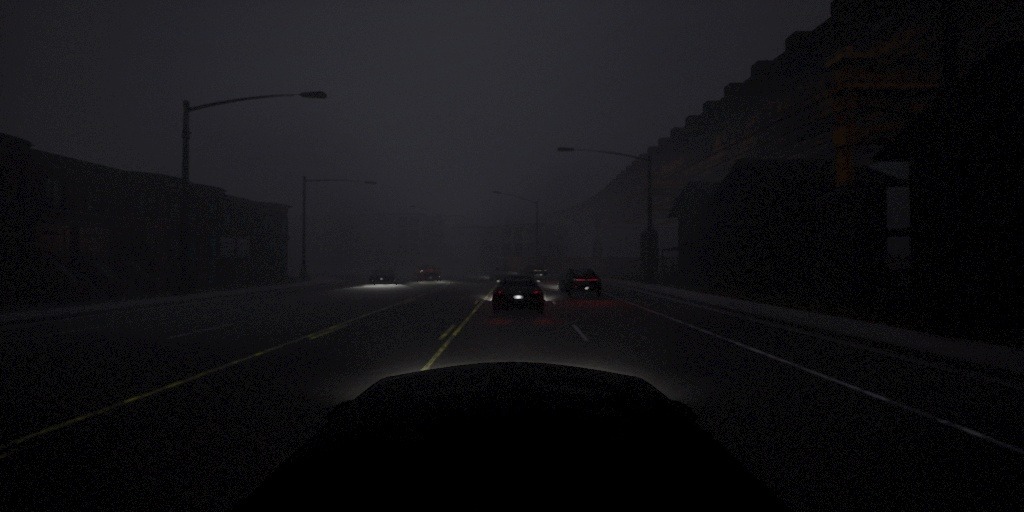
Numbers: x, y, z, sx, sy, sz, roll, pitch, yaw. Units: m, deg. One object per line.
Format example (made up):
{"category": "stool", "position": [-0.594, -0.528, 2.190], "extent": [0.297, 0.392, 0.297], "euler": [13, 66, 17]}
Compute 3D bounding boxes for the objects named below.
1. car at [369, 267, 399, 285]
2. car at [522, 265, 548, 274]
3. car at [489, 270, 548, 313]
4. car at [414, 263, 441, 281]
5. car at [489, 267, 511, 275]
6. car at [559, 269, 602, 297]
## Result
{"category": "car", "position": [-10.804, 1.654, 30.564], "extent": [1.994, 1.385, 4.181], "euler": [0, -1, -12]}
{"category": "car", "position": [2.163, 1.671, 37.225], "extent": [2.128, 1.511, 4.902], "euler": [0, -1, -16]}
{"category": "car", "position": [0.264, 1.474, 14.950], "extent": [1.994, 1.385, 4.181], "euler": [0, -1, 1]}
{"category": "car", "position": [-8.353, 1.501, 35.328], "extent": [2.097, 1.767, 4.553], "euler": [0, -1, -22]}
{"category": "car", "position": [-1.067, 1.766, 36.271], "extent": [1.895, 1.301, 4.718], "euler": [0, -1, -16]}
{"category": "car", "position": [3.851, 1.472, 20.712], "extent": [2.128, 1.511, 4.902], "euler": [0, -1, 1]}
